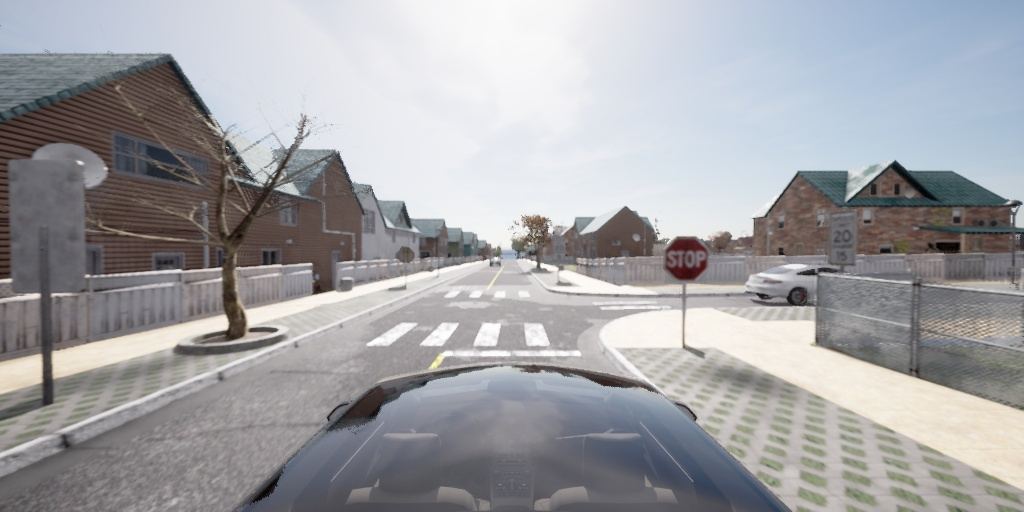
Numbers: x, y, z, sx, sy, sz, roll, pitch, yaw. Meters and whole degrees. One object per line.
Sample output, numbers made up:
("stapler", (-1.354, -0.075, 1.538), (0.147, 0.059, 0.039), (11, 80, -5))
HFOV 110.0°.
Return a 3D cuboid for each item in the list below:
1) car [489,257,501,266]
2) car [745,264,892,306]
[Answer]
("car", (-2.748, 0.947, 60.086), (2.128, 1.511, 4.902), (0, 0, 0))
("car", (11.378, 1.018, 13.498), (4.674, 1.442, 1.812), (-1, 1, 0))
